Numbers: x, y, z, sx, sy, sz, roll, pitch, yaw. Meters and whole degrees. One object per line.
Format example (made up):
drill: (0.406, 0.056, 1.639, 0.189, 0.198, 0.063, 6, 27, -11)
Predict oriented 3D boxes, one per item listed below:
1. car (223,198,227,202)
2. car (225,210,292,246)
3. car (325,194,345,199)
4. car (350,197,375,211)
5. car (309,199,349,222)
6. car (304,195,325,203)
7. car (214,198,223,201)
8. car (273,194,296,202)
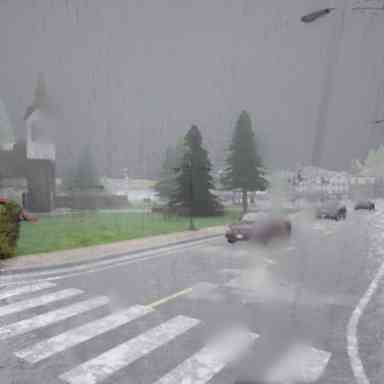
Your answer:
car: (6.843, 1.896, 90.261, 5.027, 1.636, 2.152, -1, 0, 35)
car: (3.319, 1.596, 15.869, 1.812, 1.442, 4.674, -1, 0, 35)
car: (37.184, 1.405, 87.844, 4.605, 1.855, 1.932, -1, 0, 35)
car: (21.968, 1.717, 42.247, 2.033, 1.411, 5.357, -1, 0, 35)
car: (11.401, 1.589, 27.369, 1.837, 1.490, 4.892, -1, 0, 35)
car: (26.394, 1.664, 72.712, 3.633, 1.501, 1.845, -1, 0, 35)
car: (5.083, 1.901, 87.664, 4.514, 1.523, 2.007, -1, 0, 35)
car: (22.034, 1.755, 79.415, 3.806, 1.475, 1.970, -1, 0, 35)
